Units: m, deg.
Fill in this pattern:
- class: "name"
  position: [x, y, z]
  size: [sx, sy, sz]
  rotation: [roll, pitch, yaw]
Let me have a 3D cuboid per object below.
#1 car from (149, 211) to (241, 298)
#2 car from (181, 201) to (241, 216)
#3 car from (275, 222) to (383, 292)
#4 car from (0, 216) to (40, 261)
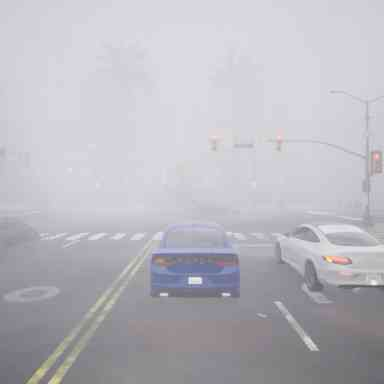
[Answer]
- class: "car"
  position: [0.071, 1.478, 8.589]
  size: [1.882, 1.535, 5.008]
  rotation: [0, 0, 0]
- class: "car"
  position: [1.690, 1.548, 30.376]
  size: [5.357, 1.411, 2.033]
  rotation: [0, 0, 0]
- class: "car"
  position: [3.572, 1.526, 8.837]
  size: [1.812, 1.442, 4.674]
  rotation: [0, 0, 0]
- class: "car"
  position: [-7.125, 1.564, 11.742]
  size: [1.994, 1.385, 4.181]
  rotation: [0, 0, 0]
